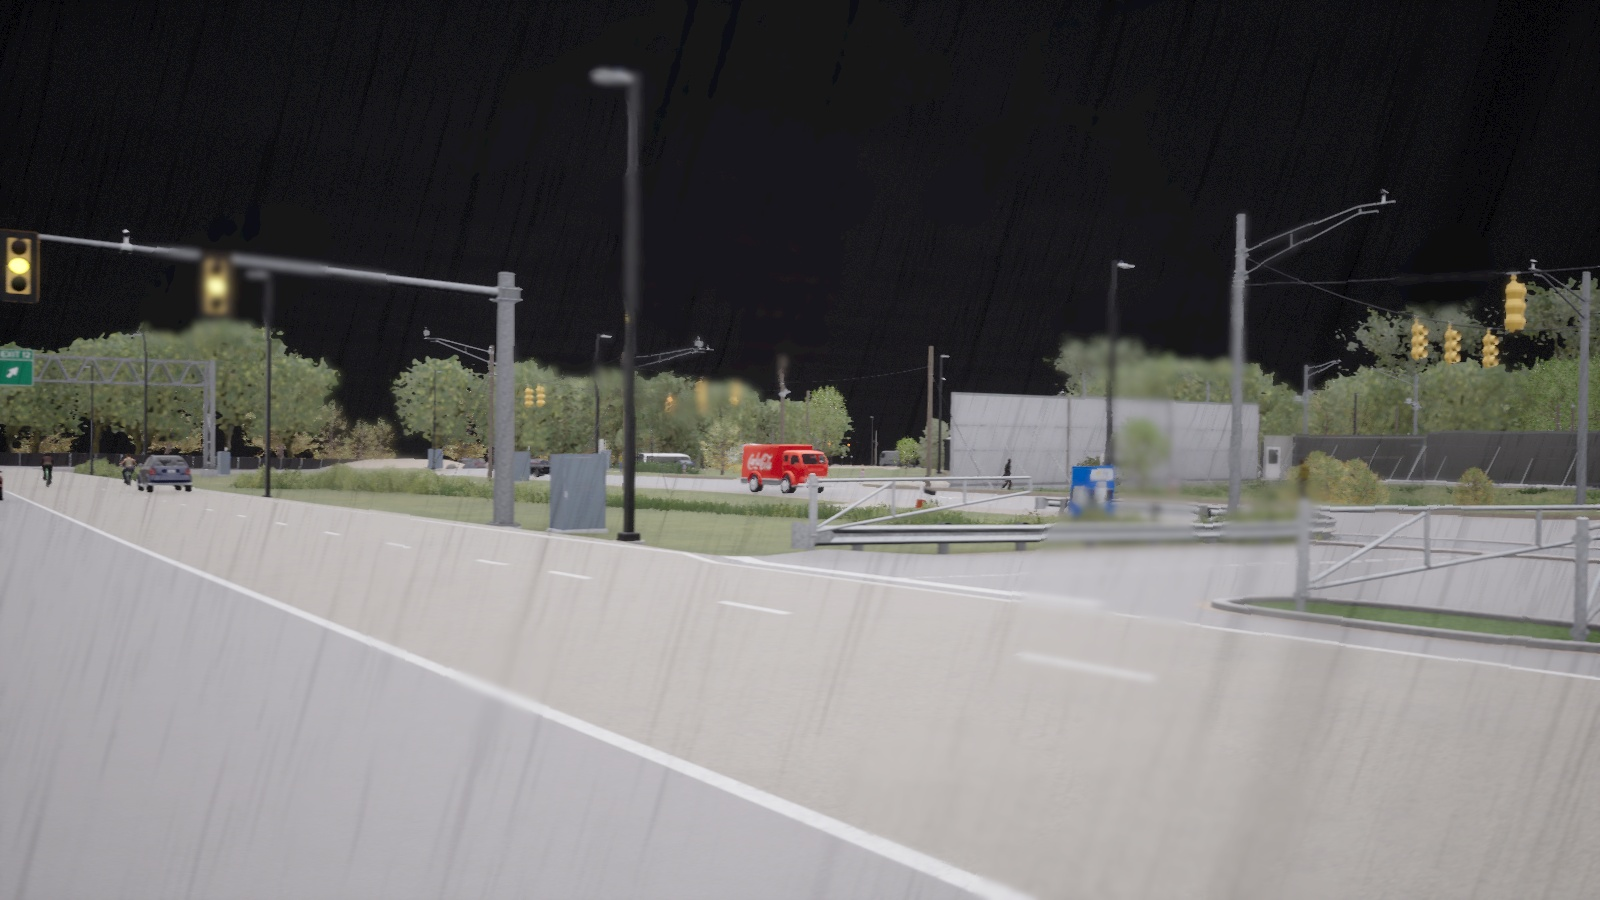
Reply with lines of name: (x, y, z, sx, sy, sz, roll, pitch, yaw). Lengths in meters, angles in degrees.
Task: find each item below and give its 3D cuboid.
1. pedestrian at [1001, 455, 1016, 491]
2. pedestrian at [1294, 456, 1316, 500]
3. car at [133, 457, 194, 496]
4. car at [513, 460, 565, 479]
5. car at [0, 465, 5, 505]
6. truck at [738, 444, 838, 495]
pedestrian: (11.453, 1.249, 69.010, 0.395, 1.930, 0.692, 0, 1, -36)
pedestrian: (21.515, 1.189, 53.505, 0.370, 1.835, 0.726, 0, 1, -36)
car: (-26.720, 1.088, 52.674, 1.789, 1.549, 3.705, 0, 0, -35)
car: (-18.603, 1.380, 89.514, 1.895, 1.301, 4.718, 0, 0, -35)
car: (-28.285, 1.178, 42.697, 1.895, 1.301, 4.718, 0, 0, -35)
truck: (-0.665, 0.954, 63.757, 2.627, 2.467, 5.204, 0, 0, -35)
